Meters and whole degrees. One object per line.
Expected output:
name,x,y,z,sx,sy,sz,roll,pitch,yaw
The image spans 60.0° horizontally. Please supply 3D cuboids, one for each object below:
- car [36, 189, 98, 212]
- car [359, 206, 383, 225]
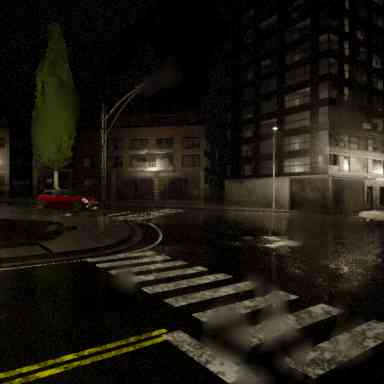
car,-9.693,0.614,26.057,4.553,1.767,2.097,1,0,11
car,14.581,1.673,23.598,4.718,1.301,1.895,0,1,-5
